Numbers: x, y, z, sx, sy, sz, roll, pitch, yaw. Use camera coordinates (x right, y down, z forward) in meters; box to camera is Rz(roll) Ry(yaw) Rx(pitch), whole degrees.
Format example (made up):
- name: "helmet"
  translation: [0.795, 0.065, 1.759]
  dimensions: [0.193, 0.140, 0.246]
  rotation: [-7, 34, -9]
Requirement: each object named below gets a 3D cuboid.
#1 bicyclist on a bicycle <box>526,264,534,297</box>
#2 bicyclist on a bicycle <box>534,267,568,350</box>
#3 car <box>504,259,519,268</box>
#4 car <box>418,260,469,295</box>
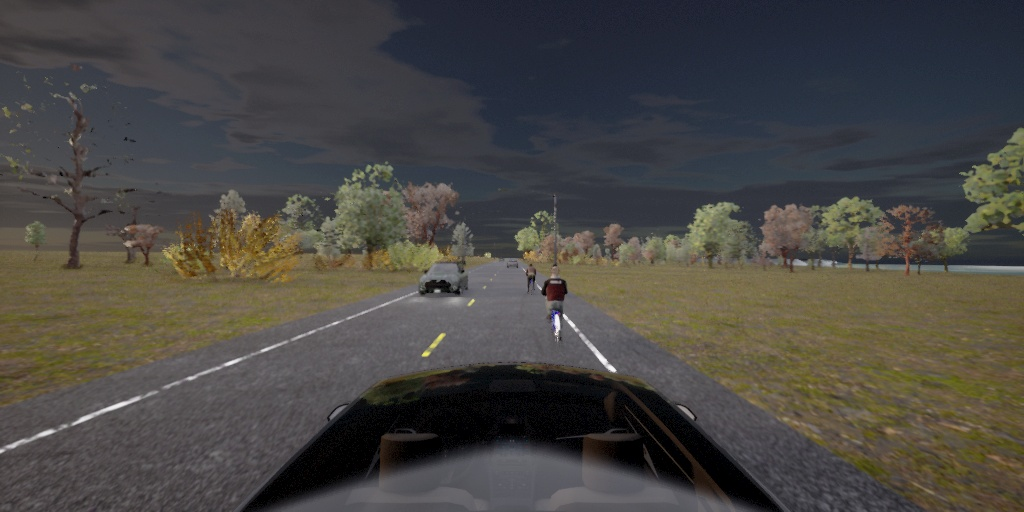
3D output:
- name: "bicyclist on a bicycle"
  translation: [0.962, 1.207, 17.907]
  dimensions: [0.582, 1.620, 1.656]
  rotation: [0, 0, 0]
- name: "bicyclist on a bicycle"
  translation: [0.962, 1.122, 8.225]
  dimensions: [0.659, 1.776, 1.843]
  rotation: [0, 0, 0]
- name: "car"
  translation: [0.099, 1.254, 60.627]
  dimensions: [2.128, 1.511, 4.902]
  rotation: [0, 0, 0]
- name: "car"
  translation: [-3.601, 1.106, 19.536]
  dimensions: [2.097, 1.767, 4.553]
  rotation: [0, 0, 0]
